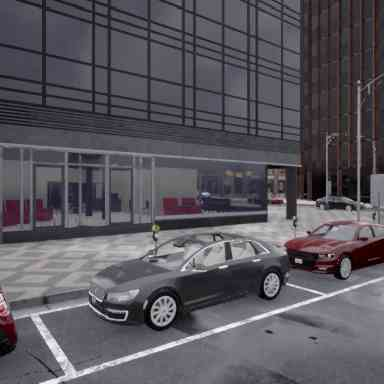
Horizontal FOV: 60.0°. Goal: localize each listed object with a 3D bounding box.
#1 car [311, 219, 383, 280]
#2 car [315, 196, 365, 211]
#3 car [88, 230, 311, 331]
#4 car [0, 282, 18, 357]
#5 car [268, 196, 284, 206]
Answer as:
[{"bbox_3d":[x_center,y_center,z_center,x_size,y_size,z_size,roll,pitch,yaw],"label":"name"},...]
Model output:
[{"bbox_3d":[4.594,1.545,9.940,4.507,1.381,1.887,0,0,-36],"label":"car"},{"bbox_3d":[15.011,1.160,33.833,1.837,1.490,4.892,0,1,-36],"label":"car"},{"bbox_3d":[0.155,1.551,6.767,4.403,1.369,2.008,0,0,-36],"label":"car"},{"bbox_3d":[-4.284,1.440,3.593,4.097,1.590,1.967,0,0,-36],"label":"car"},{"bbox_3d":[9.244,1.065,41.871,1.895,1.301,4.718,0,1,-36],"label":"car"}]
